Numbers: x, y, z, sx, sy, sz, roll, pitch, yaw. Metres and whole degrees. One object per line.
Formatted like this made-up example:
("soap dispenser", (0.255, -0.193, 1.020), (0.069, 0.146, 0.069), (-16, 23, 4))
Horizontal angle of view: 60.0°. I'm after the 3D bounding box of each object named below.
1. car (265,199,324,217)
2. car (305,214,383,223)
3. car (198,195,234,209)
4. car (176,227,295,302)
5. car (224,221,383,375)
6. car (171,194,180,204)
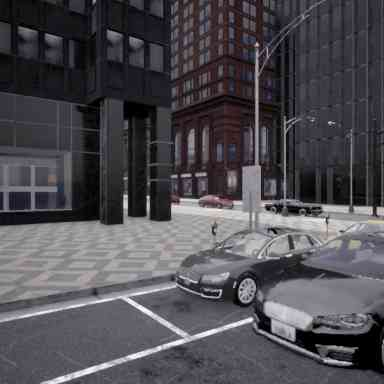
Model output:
("car", (8.398, 1.293, 27.566), (1.895, 1.301, 4.718), (0, 1, -36))
("car", (6.019, 1.526, 10.978), (4.829, 1.417, 1.752), (0, 0, -36))
("car", (2.505, 1.032, 35.685), (1.812, 1.442, 4.674), (0, 1, -36))
("car", (1.678, 1.551, 7.863), (4.403, 1.369, 2.008), (0, 0, -36))
("car", (3.138, 1.493, 5.654), (4.902, 1.511, 2.128), (0, 0, -36))
("car", (-3.457, 0.803, 43.918), (1.882, 1.535, 5.008), (0, 1, -36))
